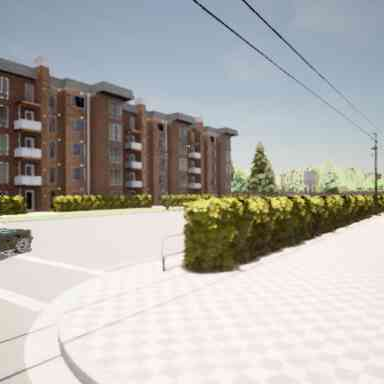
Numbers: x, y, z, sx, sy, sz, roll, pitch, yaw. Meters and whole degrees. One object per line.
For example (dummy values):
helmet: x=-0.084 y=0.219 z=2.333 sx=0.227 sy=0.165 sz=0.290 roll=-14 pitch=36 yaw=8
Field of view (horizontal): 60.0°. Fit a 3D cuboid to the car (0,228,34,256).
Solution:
car: x=-7.320 y=1.664 z=10.989 sx=1.895 sy=1.301 sz=4.718 roll=0 pitch=0 yaw=5
